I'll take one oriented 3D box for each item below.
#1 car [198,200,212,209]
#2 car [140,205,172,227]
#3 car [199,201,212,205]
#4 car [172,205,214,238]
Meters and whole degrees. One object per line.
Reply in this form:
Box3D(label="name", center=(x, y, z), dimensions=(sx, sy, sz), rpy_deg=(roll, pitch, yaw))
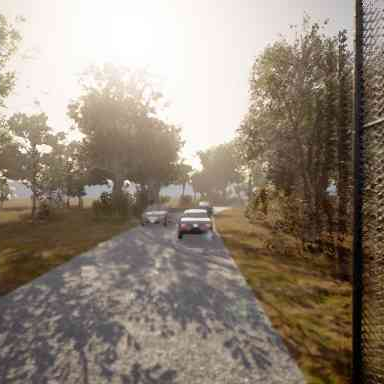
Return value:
Box3D(label="car", center=(2.642, 2.486, 66.453), dimensions=(2.097, 1.767, 4.553), rpy_deg=(0, -2, 11))
Box3D(label="car", center=(-2.504, 1.690, 24.444), dimensions=(2.128, 1.511, 4.902), rpy_deg=(0, -1, 3))
Box3D(label="car", center=(1.539, 1.982, 40.112), dimensions=(1.812, 1.442, 4.674), rpy_deg=(0, -1, 5))
Box3D(label="car", center=(0.230, 1.683, 18.450), dimensions=(2.033, 1.411, 5.357), rpy_deg=(0, -1, 1))
